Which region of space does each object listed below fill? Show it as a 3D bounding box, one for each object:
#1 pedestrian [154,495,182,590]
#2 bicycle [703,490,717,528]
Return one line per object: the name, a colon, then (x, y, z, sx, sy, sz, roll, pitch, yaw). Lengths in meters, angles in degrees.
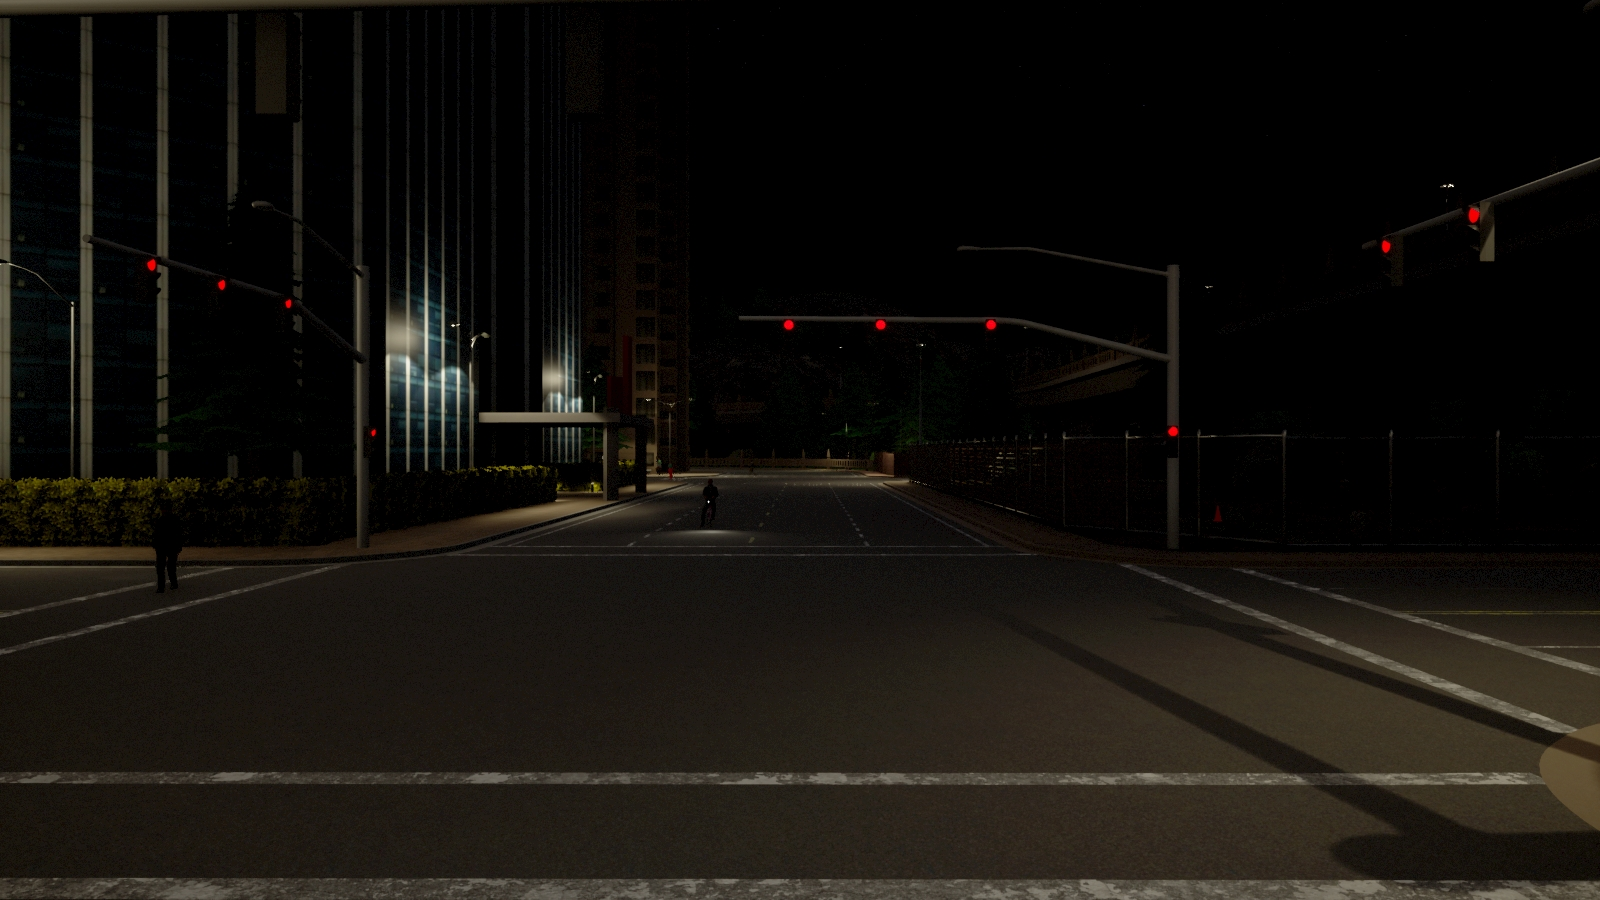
pedestrian: (-12.658, 1.848, 22.891, 0.375, 1.860, 0.375, 0, 0, -6)
bicycle: (-3.204, 2.105, 40.751, 0.329, 1.271, 1.835, 0, 0, 0)
